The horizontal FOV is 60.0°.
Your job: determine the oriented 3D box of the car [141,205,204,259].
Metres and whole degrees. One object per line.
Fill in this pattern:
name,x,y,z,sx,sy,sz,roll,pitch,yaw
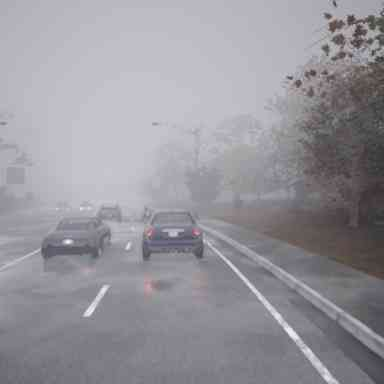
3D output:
car,-0.846,1.423,13.088,2.097,1.767,4.553,0,0,-6

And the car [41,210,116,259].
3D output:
car,-4.364,1.645,13.103,1.994,1.385,4.181,0,0,-7

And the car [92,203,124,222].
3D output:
car,-6.812,1.652,27.836,2.128,1.511,4.902,0,0,-12

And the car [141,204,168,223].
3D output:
car,-3.244,1.755,27.890,1.895,1.301,4.718,0,0,-12

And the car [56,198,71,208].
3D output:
car,-20.942,1.801,54.416,1.882,1.535,5.008,0,0,-15

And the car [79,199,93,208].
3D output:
car,-17.604,1.888,55.475,1.994,1.385,4.181,0,0,-15
